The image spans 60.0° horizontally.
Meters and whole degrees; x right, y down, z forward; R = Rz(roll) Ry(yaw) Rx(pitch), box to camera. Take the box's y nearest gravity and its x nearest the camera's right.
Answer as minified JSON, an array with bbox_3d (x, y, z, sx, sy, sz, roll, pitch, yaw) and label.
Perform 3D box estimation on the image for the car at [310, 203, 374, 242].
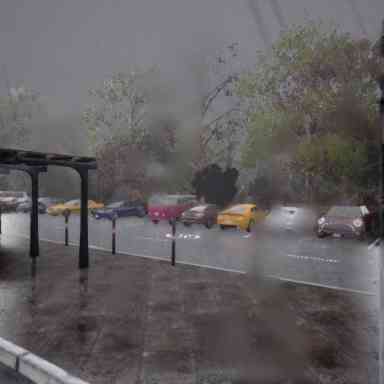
[{"bbox_3d":[7.952,1.401,17.085,2.185,1.767,4.553,1,0,35],"label":"car"}]

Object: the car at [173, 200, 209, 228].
[{"bbox_3d":[1.135,1.490,21.871,2.002,1.452,4.674,1,0,35],"label":"car"}]

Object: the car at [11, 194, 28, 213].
[{"bbox_3d":[-14.713,1.275,33.106,2.231,1.521,4.892,1,0,35],"label":"car"}]

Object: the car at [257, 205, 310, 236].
[{"bbox_3d":[5.667,1.541,18.663,2.002,1.452,4.674,1,0,35],"label":"car"}]

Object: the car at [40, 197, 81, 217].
[{"bbox_3d":[-10.294,1.321,29.742,1.946,1.575,5.366,1,0,35],"label":"car"}]

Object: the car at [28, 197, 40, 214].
[{"bbox_3d":[-12.435,1.328,31.521,2.163,1.488,4.792,1,0,35],"label":"car"}]

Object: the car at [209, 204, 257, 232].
[{"bbox_3d":[3.401,1.475,20.264,2.097,1.535,5.008,1,0,35],"label":"car"}]

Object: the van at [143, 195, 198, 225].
[{"bbox_3d":[-1.058,1.198,23.571,1.878,1.987,4.442,1,0,35],"label":"van"}]

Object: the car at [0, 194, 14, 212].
[{"bbox_3d":[-16.978,1.248,34.710,2.097,1.535,5.008,1,0,35],"label":"car"}]

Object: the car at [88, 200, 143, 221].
[{"bbox_3d":[-5.673,1.404,26.661,2.163,1.488,4.792,1,0,35],"label":"car"}]

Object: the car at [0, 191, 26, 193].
[{"bbox_3d":[-21.527,0.947,37.889,2.435,2.045,5.566,1,0,35],"label":"car"}]
